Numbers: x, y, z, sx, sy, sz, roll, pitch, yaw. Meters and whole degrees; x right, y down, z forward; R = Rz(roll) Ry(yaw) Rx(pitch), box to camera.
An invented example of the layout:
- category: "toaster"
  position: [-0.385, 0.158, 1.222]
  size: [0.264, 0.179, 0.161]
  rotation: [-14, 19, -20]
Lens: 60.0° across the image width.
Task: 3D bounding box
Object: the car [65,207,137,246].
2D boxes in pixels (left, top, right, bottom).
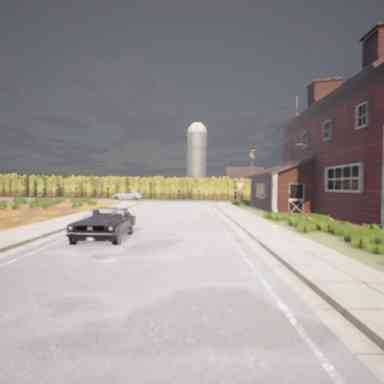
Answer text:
- category: "car"
  position: [-3.615, 1.334, 13.984]
  size: [1.895, 1.301, 4.718]
  rotation: [1, 1, 0]

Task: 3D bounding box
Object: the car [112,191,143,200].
- category: "car"
  position: [-9.992, 0.525, 51.572]
  size: [4.674, 1.442, 1.812]
  rotation: [1, 1, 1]
